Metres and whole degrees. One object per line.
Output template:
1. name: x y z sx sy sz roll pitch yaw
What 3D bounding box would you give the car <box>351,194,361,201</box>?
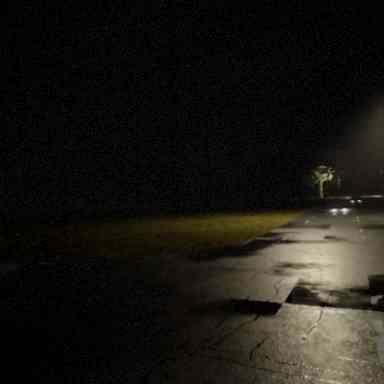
1. car: 37.849 1.187 76.644 1.812 1.442 4.674 -4 -1 32

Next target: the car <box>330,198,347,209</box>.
1. car: 19.827 1.508 44.960 1.994 1.385 4.181 -3 -1 25
